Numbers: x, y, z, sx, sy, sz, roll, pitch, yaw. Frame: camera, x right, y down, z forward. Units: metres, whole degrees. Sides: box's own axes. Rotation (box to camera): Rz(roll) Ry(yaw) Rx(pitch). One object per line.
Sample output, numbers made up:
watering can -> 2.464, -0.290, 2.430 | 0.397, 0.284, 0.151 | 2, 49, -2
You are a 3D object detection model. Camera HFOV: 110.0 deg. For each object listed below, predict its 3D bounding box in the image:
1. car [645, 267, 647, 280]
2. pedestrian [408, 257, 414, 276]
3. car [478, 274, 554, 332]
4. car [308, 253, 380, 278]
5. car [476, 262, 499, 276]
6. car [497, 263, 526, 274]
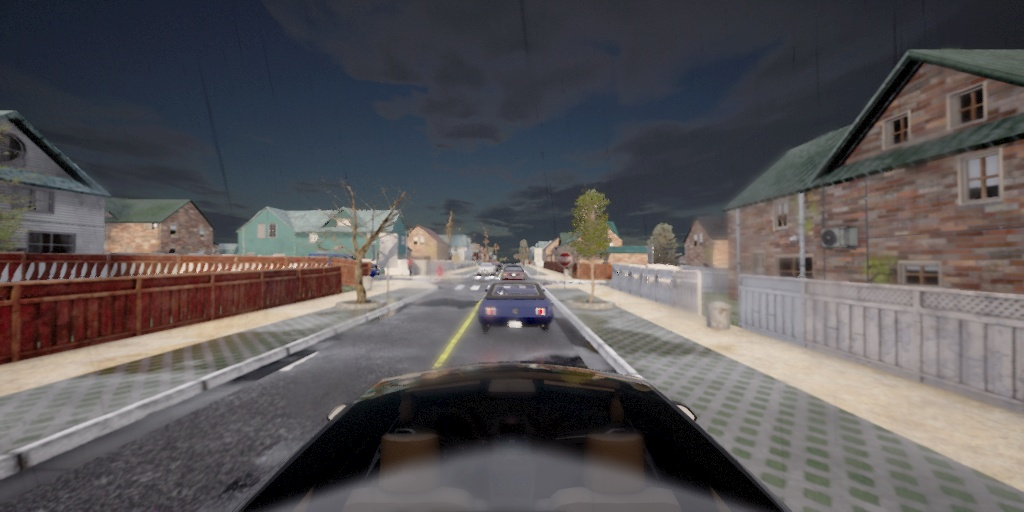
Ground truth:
car -> 11.224, 1.710, 31.145 | 5.008, 1.535, 1.882 | 1, -1, 0
pedestrian -> -9.637, 0.970, 34.064 | 0.375, 1.860, 0.375 | 0, -3, 0
car -> 0.095, 1.402, 10.992 | 1.895, 1.301, 4.718 | 0, 0, 0
car -> -13.333, 0.840, 28.230 | 5.566, 2.045, 2.150 | 1, -1, -1
car -> -2.889, 1.532, 41.696 | 1.812, 1.442, 4.674 | 0, 0, 2
car -> 0.120, 1.469, 28.378 | 2.033, 1.411, 5.357 | 1, -1, 0
